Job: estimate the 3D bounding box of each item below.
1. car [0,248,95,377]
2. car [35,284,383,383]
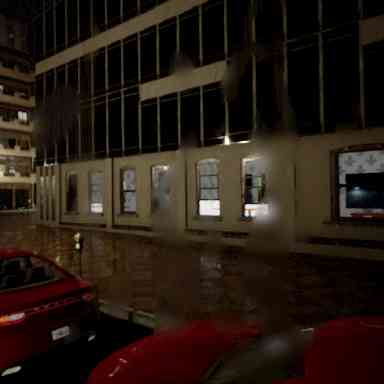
[{"bbox_3d":[-3.390,1.570,5.301,4.507,1.381,1.887,0,-1,36],"label":"car"},{"bbox_3d":[1.183,1.545,2.040,4.507,1.381,1.887,0,-1,36],"label":"car"}]
